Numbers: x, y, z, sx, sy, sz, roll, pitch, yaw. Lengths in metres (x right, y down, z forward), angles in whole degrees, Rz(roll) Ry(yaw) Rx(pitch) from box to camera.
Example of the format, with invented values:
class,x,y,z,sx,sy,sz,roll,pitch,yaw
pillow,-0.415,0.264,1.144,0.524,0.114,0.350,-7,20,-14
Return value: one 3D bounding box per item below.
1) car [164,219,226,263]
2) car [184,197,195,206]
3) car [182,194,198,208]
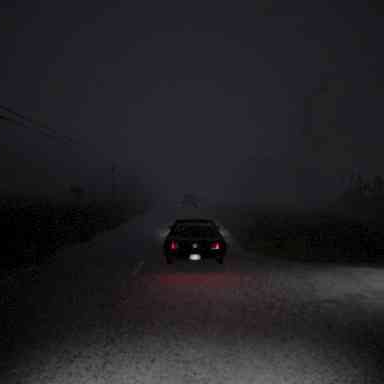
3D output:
class,x,y,z,sx,sy,sz,roll,pitch,yaw
car,0.092,1.630,12.028,1.895,1.301,4.718,0,0,0
car,-0.430,1.645,60.345,1.837,1.490,4.892,0,0,-1
car,-0.313,1.337,49.818,2.150,2.045,5.566,0,0,-1
